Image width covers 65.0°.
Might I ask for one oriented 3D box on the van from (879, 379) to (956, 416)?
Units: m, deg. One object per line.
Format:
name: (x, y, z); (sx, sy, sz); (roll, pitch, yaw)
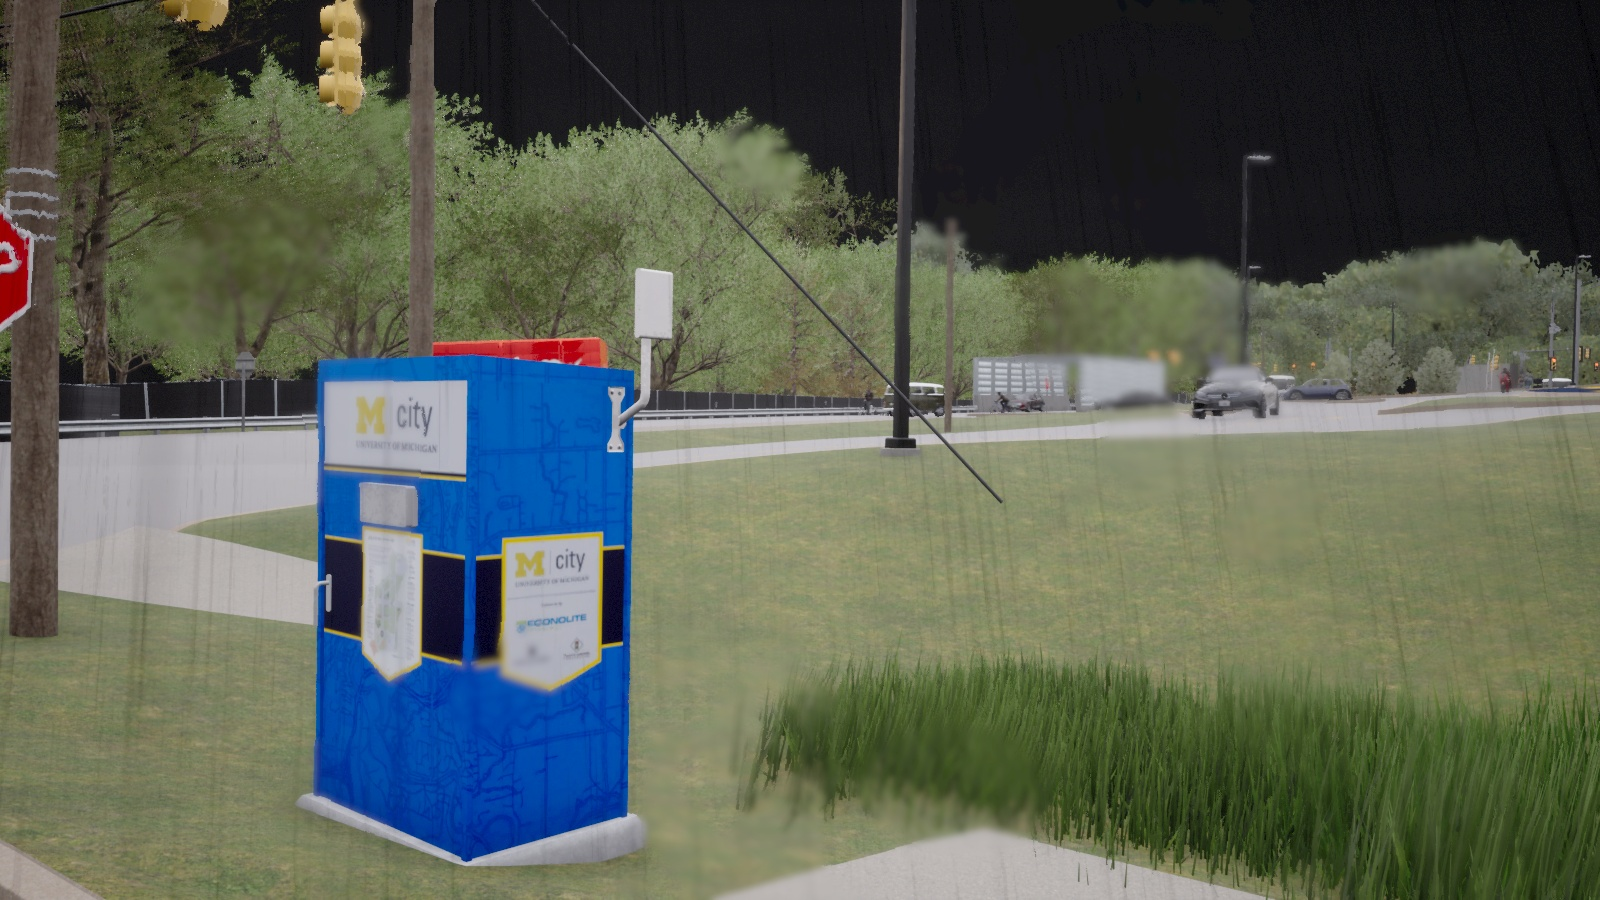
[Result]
van: (6.990, -3.108, 74.706); (4.480, 2.038, 2.069); (-2, 1, -44)

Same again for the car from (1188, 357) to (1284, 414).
car: (12.268, -1.828, 35.135); (1.812, 1.442, 4.674); (0, 3, 28)

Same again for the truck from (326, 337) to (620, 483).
truck: (-6.408, -0.795, 25.299); (5.204, 2.467, 2.627); (-4, 1, -4)

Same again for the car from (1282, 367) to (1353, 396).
car: (31.562, -4.182, 76.748); (3.806, 1.475, 1.970); (-3, 1, 18)

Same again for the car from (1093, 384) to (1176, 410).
car: (21.557, -3.389, 80.896); (4.892, 1.490, 1.837); (-1, 1, 26)

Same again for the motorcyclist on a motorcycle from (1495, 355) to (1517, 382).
motorcyclist on a motorcycle: (41.421, -4.770, 73.671); (0.797, 1.523, 2.044); (-1, 3, 38)
